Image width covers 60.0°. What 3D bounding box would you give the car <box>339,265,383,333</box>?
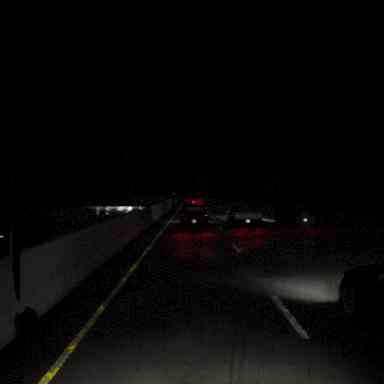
[{"bbox_3d":[3.612,1.527,4.195,1.812,1.442,4.674,0,0,0],"label":"car"}]

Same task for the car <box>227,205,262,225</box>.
[{"bbox_3d":[3.639,1.602,23.763,1.895,1.301,4.718,0,0,0],"label":"car"}]

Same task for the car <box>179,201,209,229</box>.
[{"bbox_3d":[0.123,1.525,21.751,1.812,1.442,4.674,0,0,0],"label":"car"}]

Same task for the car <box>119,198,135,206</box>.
[{"bbox_3d":[-10.473,1.605,53.755,1.895,1.301,4.718,0,0,1],"label":"car"}]

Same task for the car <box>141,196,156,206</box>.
[{"bbox_3d":[-6.977,1.483,53.653,1.882,1.535,5.008,0,0,0],"label":"car"}]

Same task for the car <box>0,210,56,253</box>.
[{"bbox_3d":[-7.080,1.489,13.197,2.128,1.511,4.902,0,0,0],"label":"car"}]

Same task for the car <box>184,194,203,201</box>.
[{"bbox_3d":[0.179,1.222,39.917,2.150,2.045,5.566,0,0,1],"label":"car"}]

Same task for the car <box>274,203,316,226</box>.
[{"bbox_3d":[7.138,1.507,23.349,1.837,1.490,4.892,0,0,0],"label":"car"}]

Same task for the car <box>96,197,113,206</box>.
[{"bbox_3d":[-13.974,1.529,53.685,1.812,1.442,4.674,0,0,0],"label":"car"}]
